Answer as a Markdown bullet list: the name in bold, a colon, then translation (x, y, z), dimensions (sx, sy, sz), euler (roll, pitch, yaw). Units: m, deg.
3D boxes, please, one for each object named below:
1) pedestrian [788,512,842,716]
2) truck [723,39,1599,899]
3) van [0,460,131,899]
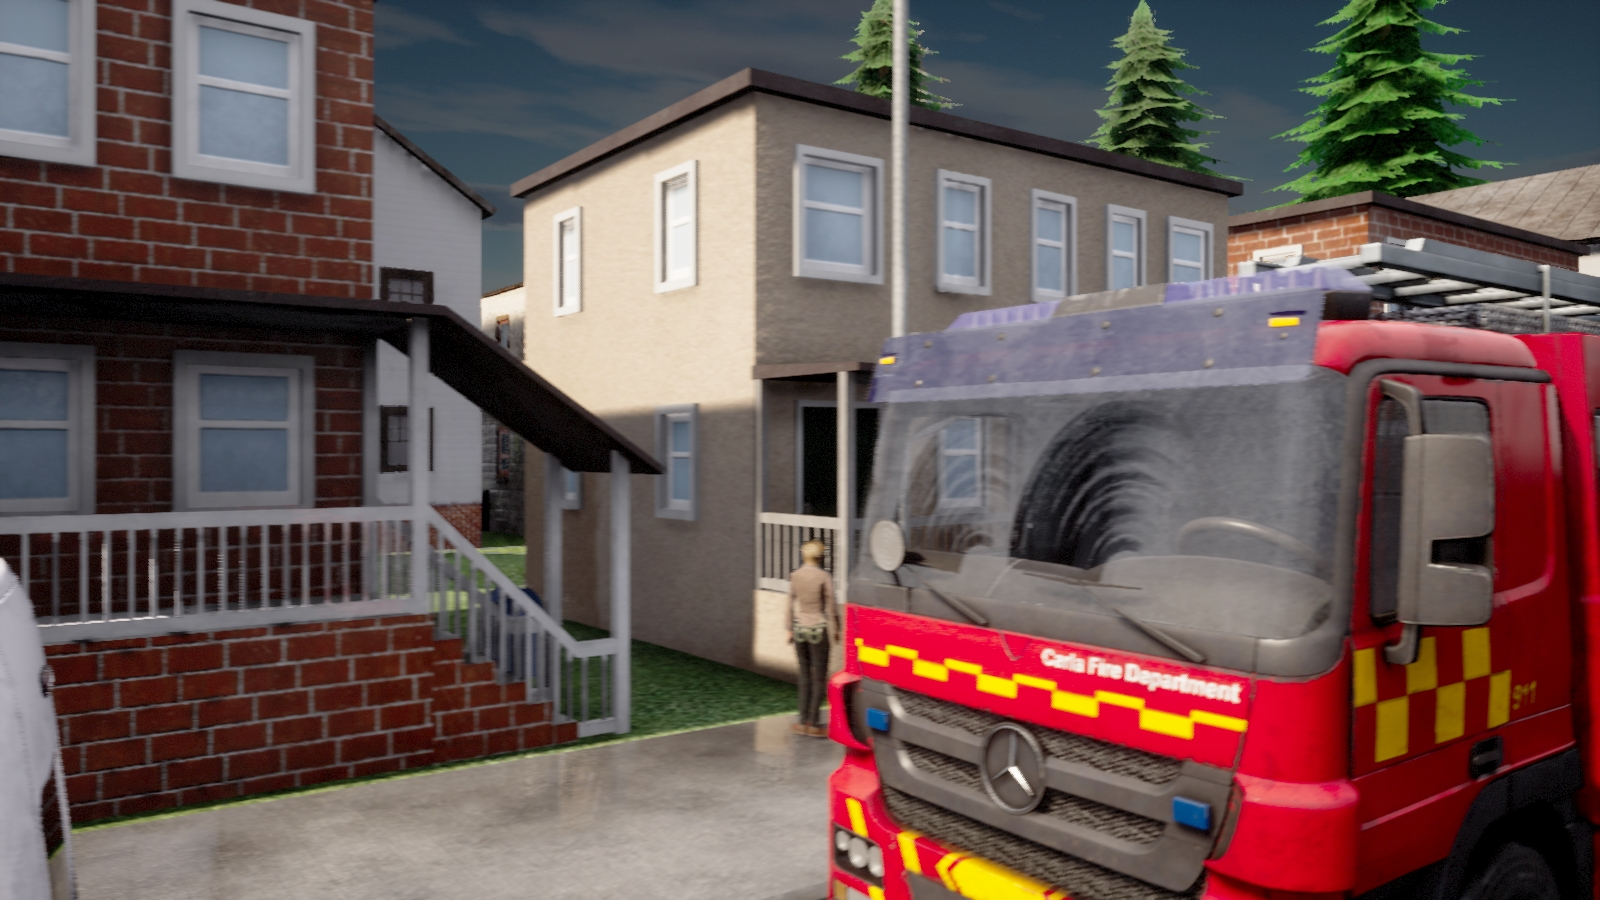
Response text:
- **pedestrian**: translation (0.143, 1.524, 10.777), dimensions (0.375, 1.860, 0.375), euler (0, 0, 27)
- **truck**: translation (3.890, 0.671, 7.116), dimensions (8.468, 3.827, 2.891), euler (0, 0, -36)
- **van**: translation (-4.253, 1.314, 1.250), dimensions (5.915, 2.561, 1.988), euler (0, 0, -36)
